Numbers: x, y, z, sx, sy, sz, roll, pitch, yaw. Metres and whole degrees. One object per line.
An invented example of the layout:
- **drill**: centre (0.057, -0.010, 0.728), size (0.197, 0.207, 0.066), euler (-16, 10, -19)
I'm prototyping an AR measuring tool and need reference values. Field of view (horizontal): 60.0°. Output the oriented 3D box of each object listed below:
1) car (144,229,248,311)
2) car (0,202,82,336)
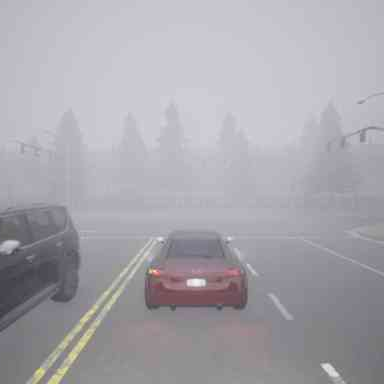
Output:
- **car**: centre (0.073, 1.562, 7.847), size (1.994, 1.385, 4.181), euler (0, 0, 0)
- **car**: centre (-3.565, 1.222, 5.334), size (2.150, 2.045, 5.566), euler (0, 0, 0)
